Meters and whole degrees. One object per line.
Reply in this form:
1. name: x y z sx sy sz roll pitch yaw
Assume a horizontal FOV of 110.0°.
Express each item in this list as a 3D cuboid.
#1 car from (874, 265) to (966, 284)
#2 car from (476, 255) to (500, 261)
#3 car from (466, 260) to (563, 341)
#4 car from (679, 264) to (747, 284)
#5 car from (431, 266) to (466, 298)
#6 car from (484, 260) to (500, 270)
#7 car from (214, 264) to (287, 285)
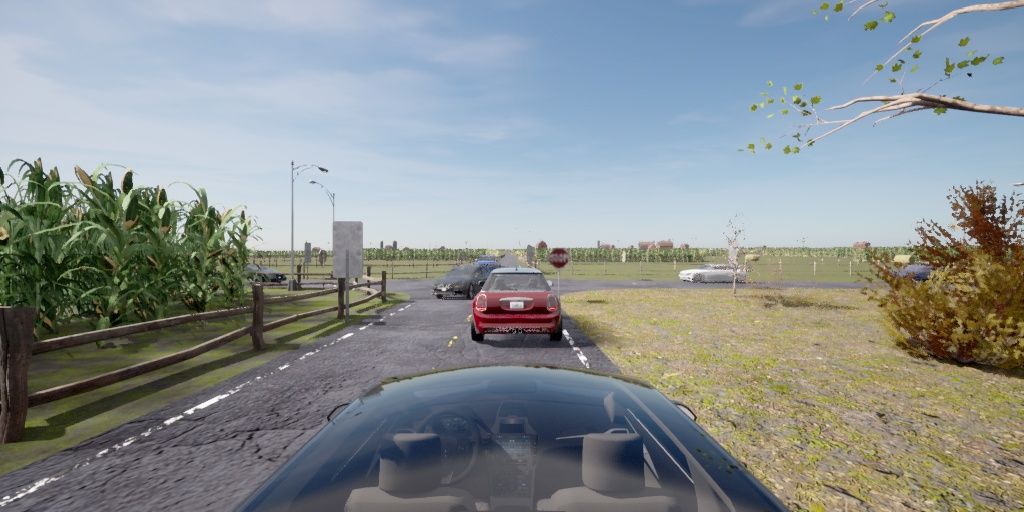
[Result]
1. car: 30.817 1.367 27.070 5.357 1.411 2.033 0 0 0
2. car: -2.821 0.927 40.742 2.150 2.045 5.566 0 0 1
3. car: 0.110 1.100 10.017 2.097 1.767 4.553 0 0 0
4. car: 15.110 1.300 27.057 4.674 1.442 1.812 0 0 0
5. car: -2.299 1.247 18.274 1.837 1.490 4.892 -2 -1 18
6. car: -2.772 1.244 50.668 1.994 1.385 4.181 0 0 0
7. car: -17.592 1.253 24.064 4.181 1.385 1.994 0 0 0
